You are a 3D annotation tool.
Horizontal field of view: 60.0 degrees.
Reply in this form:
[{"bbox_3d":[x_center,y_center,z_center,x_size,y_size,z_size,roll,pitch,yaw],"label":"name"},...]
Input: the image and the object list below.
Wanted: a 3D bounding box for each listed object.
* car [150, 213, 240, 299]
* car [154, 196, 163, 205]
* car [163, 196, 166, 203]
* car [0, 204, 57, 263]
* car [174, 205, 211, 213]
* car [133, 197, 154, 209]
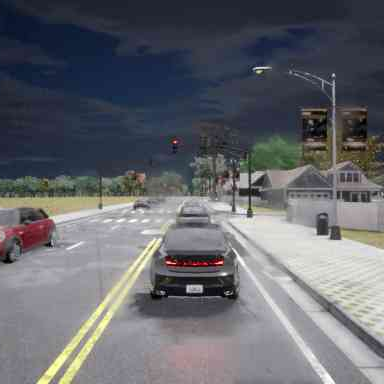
[{"bbox_3d":[0.071,1.510,8.451,1.837,1.490,4.892,0,0,1],"label":"car"},{"bbox_3d":[-6.662,1.567,57.458,1.994,1.385,4.181,0,0,0],"label":"car"},{"bbox_3d":[-6.601,1.485,70.338,1.882,1.535,5.008,0,0,0],"label":"car"},{"bbox_3d":[-6.616,1.358,11.864,2.097,1.767,4.553,0,0,0],"label":"car"},{"bbox_3d":[0.048,1.501,18.720,2.128,1.511,4.902,0,0,-2],"label":"car"},{"bbox_3d":[-6.663,1.573,45.001,1.994,1.385,4.181,0,0,0],"label":"car"}]
